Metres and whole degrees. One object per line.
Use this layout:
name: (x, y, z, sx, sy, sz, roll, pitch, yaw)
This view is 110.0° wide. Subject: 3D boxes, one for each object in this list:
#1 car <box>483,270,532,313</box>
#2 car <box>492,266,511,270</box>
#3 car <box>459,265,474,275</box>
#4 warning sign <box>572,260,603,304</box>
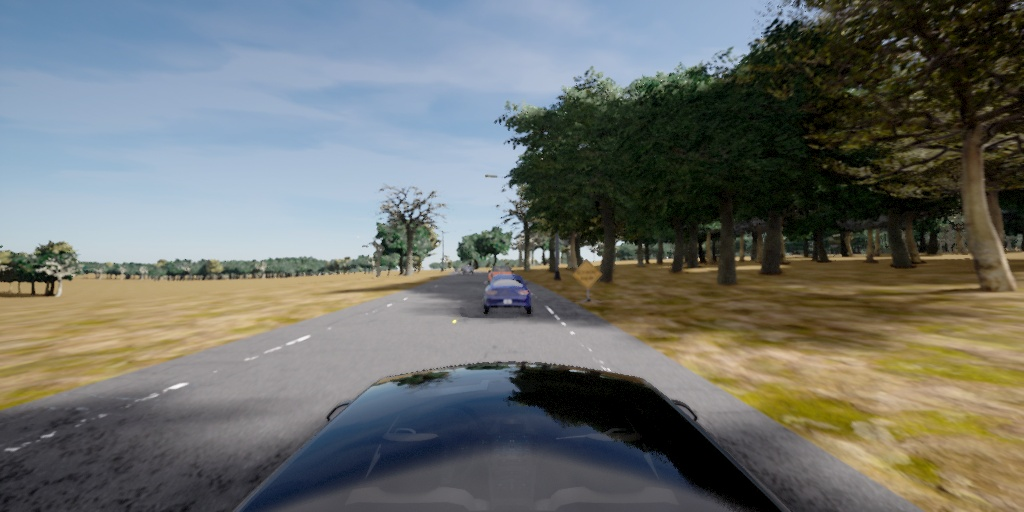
car: (-0.198, 1.480, 14.974, 1.812, 1.442, 4.674, 0, -1, -1)
car: (-0.864, 1.560, 29.381, 2.097, 1.767, 4.553, 0, -1, -3)
car: (-7.338, 2.323, 60.275, 2.128, 1.511, 4.902, 0, -1, -7)
warning sign: (3.311, 1.080, 15.499, 1.300, 1.860, 1.060, 0, 0, -2)
